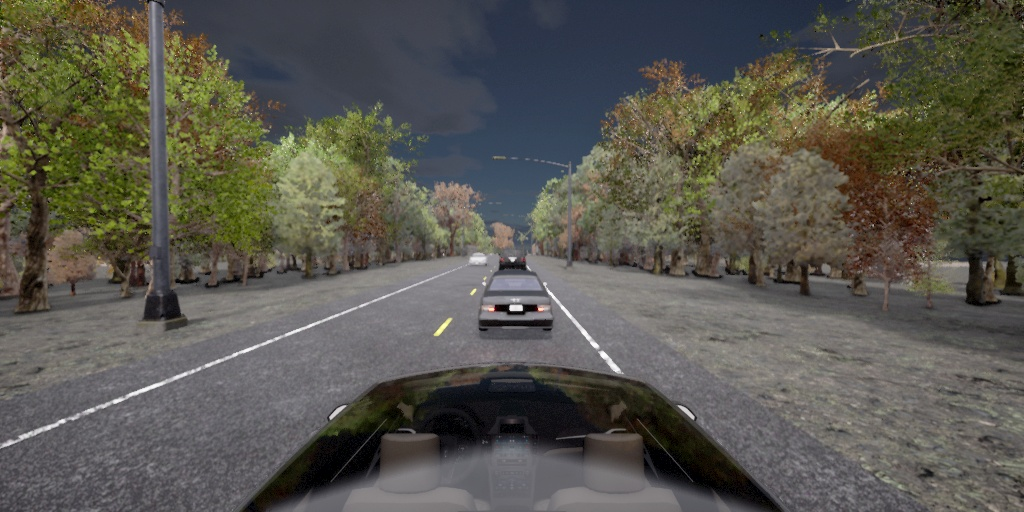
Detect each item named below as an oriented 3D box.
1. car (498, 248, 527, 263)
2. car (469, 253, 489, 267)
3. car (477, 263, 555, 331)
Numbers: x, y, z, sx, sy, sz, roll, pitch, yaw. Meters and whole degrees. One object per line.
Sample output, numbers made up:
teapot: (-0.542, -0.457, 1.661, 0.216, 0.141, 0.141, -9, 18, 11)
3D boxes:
car: (0.042, 0.342, 29.269, 2.150, 2.045, 5.566, 0, 1, 0)
car: (-3.674, 0.403, 39.796, 1.812, 1.442, 4.674, 0, 1, 0)
car: (0.082, 1.103, 10.194, 2.033, 1.411, 5.357, 0, 1, 0)
